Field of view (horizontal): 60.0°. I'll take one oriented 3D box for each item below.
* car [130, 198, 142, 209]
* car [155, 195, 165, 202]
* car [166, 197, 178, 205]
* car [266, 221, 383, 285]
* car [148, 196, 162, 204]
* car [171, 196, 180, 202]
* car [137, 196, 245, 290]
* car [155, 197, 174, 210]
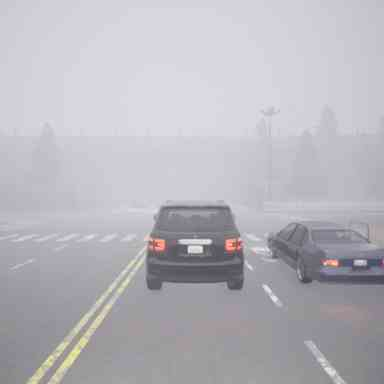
[{"bbox_3d":[-7.159,1.562,45.533,1.994,1.385,4.181,0,0,0],"label":"car"},{"bbox_3d":[-7.683,1.517,79.511,2.128,1.511,4.902,0,0,-11],"label":"car"},{"bbox_3d":[-3.652,1.562,61.347,1.994,1.385,4.181,0,0,0],"label":"car"},{"bbox_3d":[3.572,1.547,9.559,2.033,1.411,5.357,0,0,0],"label":"car"},{"bbox_3d":[-7.139,1.545,64.221,2.033,1.411,5.357,0,0,0],"label":"car"},{"bbox_3d":[-3.734,1.591,76.290,1.895,1.301,4.718,0,0,-3],"label":"car"},{"bbox_3d":[0.068,1.221,9.212,2.150,2.045,5.566,0,0,0],"label":"car"},{"bbox_3d":[-3.663,1.488,44.510,2.128,1.511,4.902,0,0,0],"label":"car"}]
